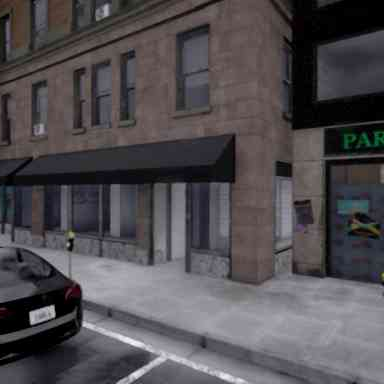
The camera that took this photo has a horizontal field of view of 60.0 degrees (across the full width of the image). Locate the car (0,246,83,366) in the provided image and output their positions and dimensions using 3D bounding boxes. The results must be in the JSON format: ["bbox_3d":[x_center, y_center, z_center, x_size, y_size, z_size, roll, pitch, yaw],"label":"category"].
[{"bbox_3d":[-3.547,1.560,5.345,4.313,1.339,1.947,0,0,36],"label":"car"}]
